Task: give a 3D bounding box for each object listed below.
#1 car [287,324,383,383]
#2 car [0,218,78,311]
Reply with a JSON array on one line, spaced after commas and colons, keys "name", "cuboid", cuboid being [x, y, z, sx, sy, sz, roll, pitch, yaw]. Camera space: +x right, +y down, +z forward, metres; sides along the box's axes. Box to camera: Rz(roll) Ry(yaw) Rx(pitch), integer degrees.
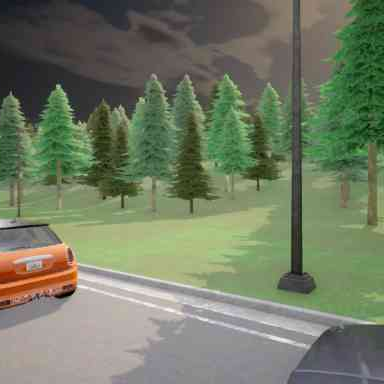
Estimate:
[{"name": "car", "cuboid": [3.213, 1.547, 1.702, 5.357, 1.411, 2.033, 0, 0, 36]}, {"name": "car", "cuboid": [-4.586, 1.352, 7.265, 4.553, 1.767, 2.097, 0, 0, 36]}]
